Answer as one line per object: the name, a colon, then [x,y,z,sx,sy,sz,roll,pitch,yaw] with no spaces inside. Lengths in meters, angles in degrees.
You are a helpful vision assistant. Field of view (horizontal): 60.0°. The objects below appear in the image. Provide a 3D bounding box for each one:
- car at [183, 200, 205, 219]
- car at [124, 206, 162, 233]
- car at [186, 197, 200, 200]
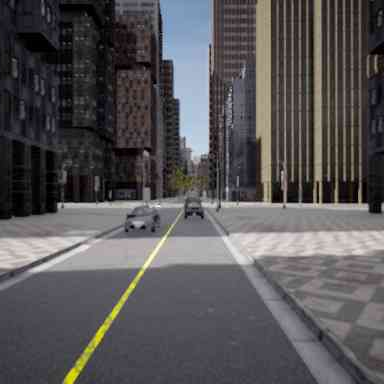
car: [0.203,1.804,32.586,1.837,1.490,4.892,0,-1,0]
car: [-3.028,1.689,21.151,2.128,1.511,4.902,0,-1,0]
car: [0.170,1.611,42.863,2.150,2.045,5.566,0,-1,2]
